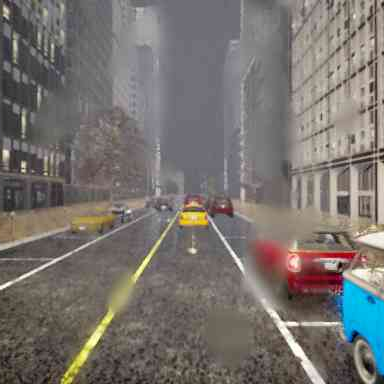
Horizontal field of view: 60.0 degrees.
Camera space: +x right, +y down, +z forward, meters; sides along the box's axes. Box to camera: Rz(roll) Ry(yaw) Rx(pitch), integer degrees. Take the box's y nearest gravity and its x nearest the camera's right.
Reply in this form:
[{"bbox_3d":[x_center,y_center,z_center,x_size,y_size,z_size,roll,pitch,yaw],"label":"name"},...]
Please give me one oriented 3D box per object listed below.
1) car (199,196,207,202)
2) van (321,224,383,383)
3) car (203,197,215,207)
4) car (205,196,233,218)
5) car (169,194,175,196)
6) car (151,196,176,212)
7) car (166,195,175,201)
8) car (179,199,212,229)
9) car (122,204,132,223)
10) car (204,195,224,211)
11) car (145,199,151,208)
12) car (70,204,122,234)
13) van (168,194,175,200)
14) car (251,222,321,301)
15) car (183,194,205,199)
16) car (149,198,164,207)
[{"bbox_3d":[2.704,1.659,82.377,1.947,1.339,4.313,0,0,0],"label":"car"},{"bbox_3d":[2.694,1.347,2.688,1.690,1.788,3.998,0,0,0],"label":"van"},{"bbox_3d":[2.701,1.600,54.085,1.752,1.417,4.829,0,0,0],"label":"car"},{"bbox_3d":[2.699,1.364,31.148,2.192,1.841,5.009,0,0,0],"label":"car"},{"bbox_3d":[-5.677,1.641,76.698,2.008,1.369,4.403,0,0,0],"label":"car"},{"bbox_3d":[-3.087,1.552,38.727,2.128,1.511,4.902,0,0,0],"label":"car"},{"bbox_3d":[-5.675,1.640,88.083,1.887,1.381,4.507,0,0,0],"label":"car"},{"bbox_3d":[0.104,1.493,21.954,1.801,1.575,5.366,0,0,0],"label":"car"},{"bbox_3d":[-5.684,1.592,25.468,2.008,1.369,4.403,0,0,0],"label":"car"},{"bbox_3d":[2.700,1.378,42.532,2.192,1.841,5.009,0,0,0],"label":"car"},{"bbox_3d":[-5.681,1.620,48.237,2.008,1.369,4.403,0,0,0],"label":"car"},{"bbox_3d":[-5.685,1.559,19.604,1.752,1.417,4.829,0,0,0],"label":"car"},{"bbox_3d":[-5.674,1.439,93.776,1.690,1.788,3.998,0,0,0],"label":"van"},{"bbox_3d":[2.695,1.456,8.379,1.967,1.590,4.097,0,0,0],"label":"car"},{"bbox_3d":[0.107,1.284,40.437,2.150,2.045,5.566,0,0,0],"label":"car"},{"bbox_3d":[-5.680,1.640,53.930,1.947,1.339,4.313,0,0,0],"label":"car"}]
